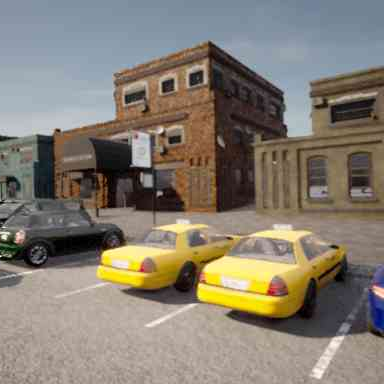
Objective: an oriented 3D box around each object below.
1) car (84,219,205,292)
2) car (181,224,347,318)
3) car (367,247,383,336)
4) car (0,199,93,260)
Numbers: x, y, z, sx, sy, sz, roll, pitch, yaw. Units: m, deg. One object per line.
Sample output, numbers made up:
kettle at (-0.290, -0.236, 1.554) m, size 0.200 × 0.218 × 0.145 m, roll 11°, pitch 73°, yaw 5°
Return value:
car at (-0.051, 1.524, 9.220) m, size 1.946 × 1.575 × 5.366 m, roll -1°, pitch 0°, yaw 36°
car at (2.195, 1.500, 7.617) m, size 1.946 × 1.575 × 5.366 m, roll -1°, pitch 0°, yaw 36°
car at (4.330, 1.517, 5.863) m, size 2.002 × 1.452 × 4.674 m, roll -1°, pitch 0°, yaw 36°
car at (-6.912, 1.342, 13.852) m, size 2.435 × 2.045 × 5.566 m, roll -1°, pitch 0°, yaw 36°
